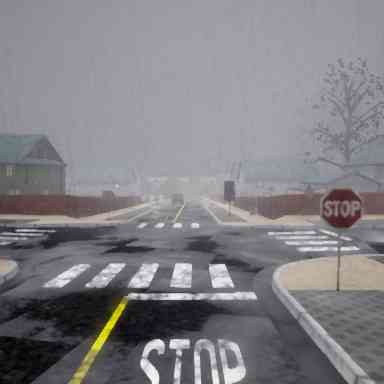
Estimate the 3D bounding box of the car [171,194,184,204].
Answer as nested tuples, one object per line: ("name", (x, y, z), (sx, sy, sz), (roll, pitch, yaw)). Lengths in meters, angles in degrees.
("car", (-2.749, 1.369, 64.412), (2.150, 2.045, 5.566), (0, 0, 0))
